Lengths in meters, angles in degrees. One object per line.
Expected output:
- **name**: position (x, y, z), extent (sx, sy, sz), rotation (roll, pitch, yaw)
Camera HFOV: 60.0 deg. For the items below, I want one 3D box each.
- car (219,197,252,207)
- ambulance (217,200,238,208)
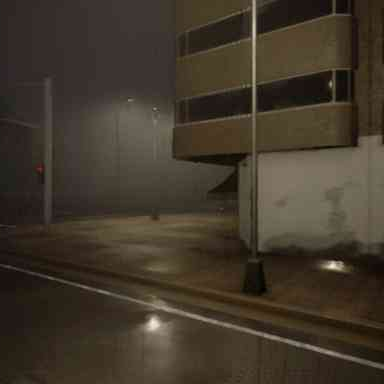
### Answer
- **car**: position (6.567, 1.427, 50.673), extent (4.674, 1.442, 1.812), rotation (0, 0, -17)
- **ambulance**: position (6.762, 0.947, 47.267), extent (6.366, 2.431, 2.351), rotation (0, 0, -20)
